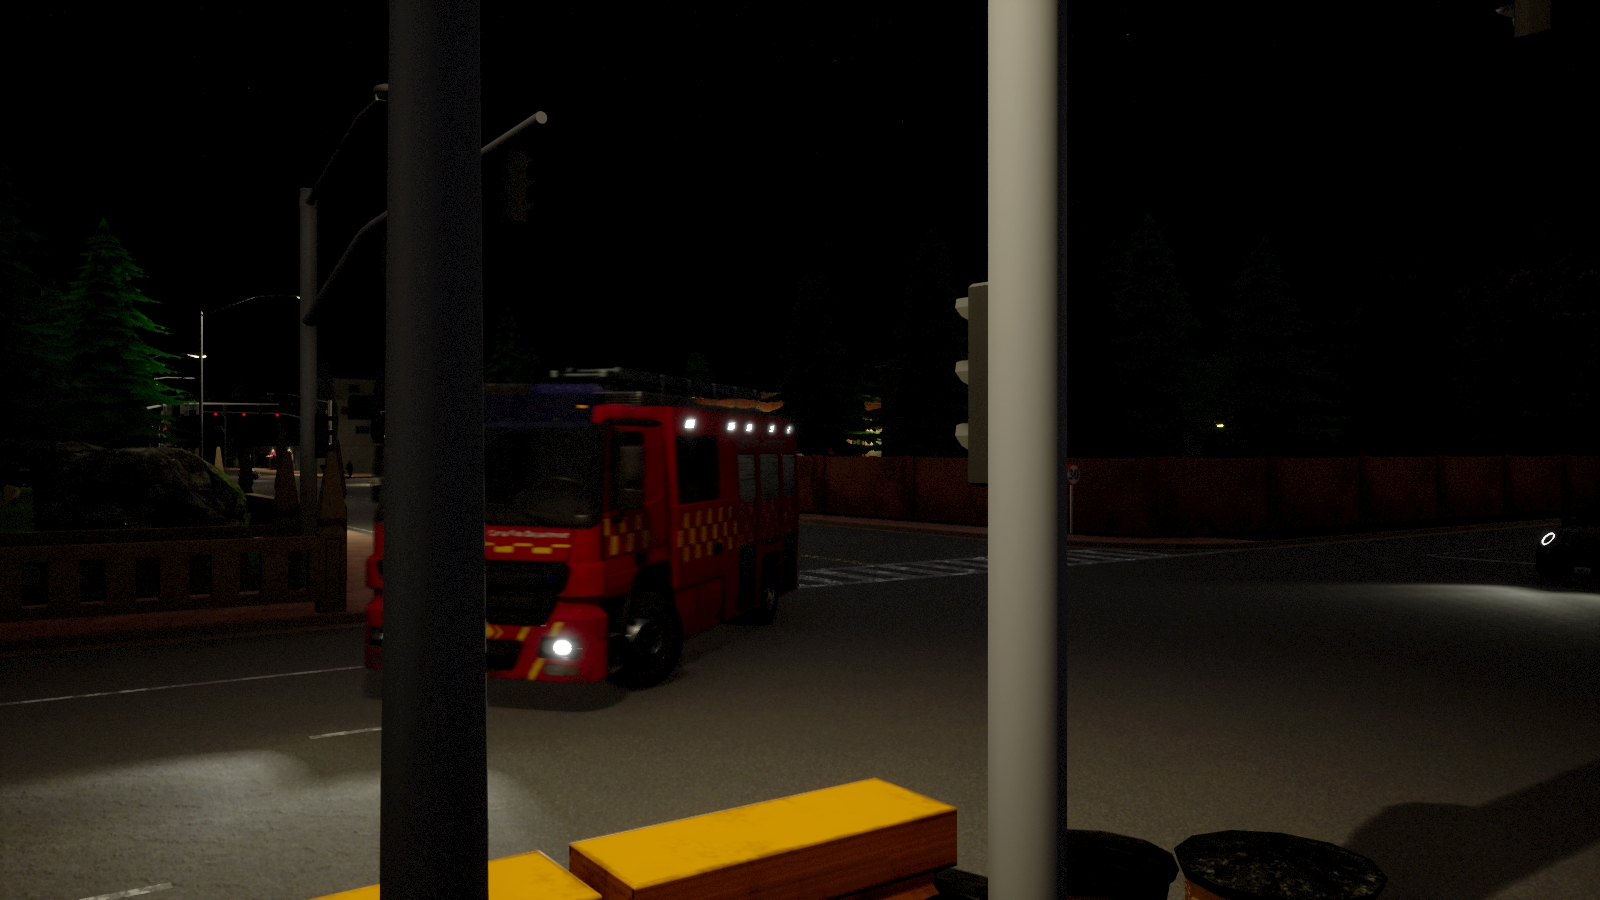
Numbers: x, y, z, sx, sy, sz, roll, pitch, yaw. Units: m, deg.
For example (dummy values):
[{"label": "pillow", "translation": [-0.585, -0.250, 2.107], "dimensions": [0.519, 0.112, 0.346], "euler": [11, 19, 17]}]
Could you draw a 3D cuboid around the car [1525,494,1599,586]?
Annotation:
[{"label": "car", "translation": [18.010, 1.906, 24.946], "dimensions": [4.553, 1.767, 2.097], "euler": [0, 0, -35]}]

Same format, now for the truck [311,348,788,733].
[{"label": "truck", "translation": [-2.695, 0.890, 15.835], "dimensions": [2.891, 3.827, 8.468], "euler": [0, 0, 15]}]
